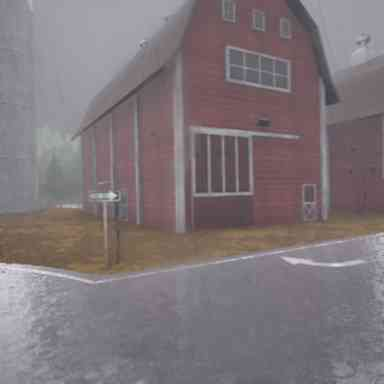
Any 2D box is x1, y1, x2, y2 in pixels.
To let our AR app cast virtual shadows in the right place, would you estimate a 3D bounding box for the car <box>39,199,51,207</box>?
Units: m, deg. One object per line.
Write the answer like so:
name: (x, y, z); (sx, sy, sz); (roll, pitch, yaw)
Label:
car: (-24.445, 1.803, 54.896); (1.994, 1.381, 4.181); (-1, 0, -30)
